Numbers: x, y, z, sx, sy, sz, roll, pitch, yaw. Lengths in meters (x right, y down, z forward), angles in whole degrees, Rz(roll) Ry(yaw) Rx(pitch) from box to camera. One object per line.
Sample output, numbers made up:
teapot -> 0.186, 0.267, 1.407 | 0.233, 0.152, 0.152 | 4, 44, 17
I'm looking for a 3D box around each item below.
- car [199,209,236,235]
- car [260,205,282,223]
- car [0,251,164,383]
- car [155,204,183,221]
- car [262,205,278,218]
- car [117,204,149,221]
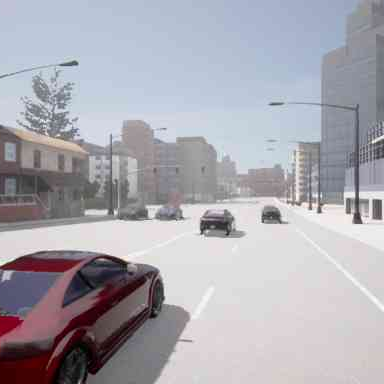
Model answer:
car -> 1.711, 1.847, 21.308 | 2.128, 1.511, 4.902 | 0, -2, 12
car -> 7.948, 2.244, 33.463 | 2.128, 1.511, 4.902 | 0, -1, 12
car -> -1.847, 1.578, 5.013 | 1.994, 1.385, 4.181 | 0, 0, 12
car -> -2.423, 2.106, 35.867 | 2.097, 1.767, 4.553 | 0, -1, 13
car -> 9.972, 2.443, 42.705 | 1.837, 1.490, 4.892 | 0, -1, 12
car -> -6.180, 2.066, 35.124 | 2.097, 1.767, 4.553 | 0, -1, 13
